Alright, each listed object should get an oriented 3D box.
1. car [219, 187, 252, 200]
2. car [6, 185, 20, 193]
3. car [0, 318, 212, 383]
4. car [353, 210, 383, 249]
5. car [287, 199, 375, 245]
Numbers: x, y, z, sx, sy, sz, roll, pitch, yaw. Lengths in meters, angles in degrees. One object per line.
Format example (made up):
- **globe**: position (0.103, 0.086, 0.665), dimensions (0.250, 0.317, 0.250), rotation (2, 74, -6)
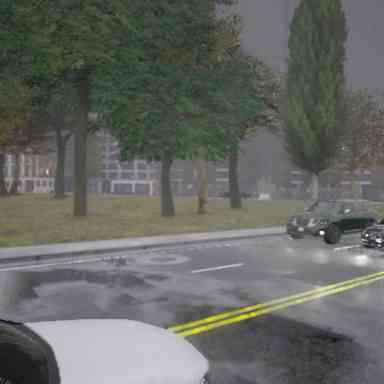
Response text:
- **car**: position (7.525, 0.291, 57.388), dimensions (5.566, 2.045, 2.150), rotation (2, 0, 11)
- **car**: position (-36.652, -0.586, 66.133), dimensions (5.008, 1.535, 1.882), rotation (1, -1, 11)
- **car**: position (-1.942, 1.522, 2.054), dimensions (4.674, 1.442, 1.812), rotation (1, -1, -36)
- **car**: position (9.177, 1.667, 14.227), dimensions (4.892, 1.490, 1.837), rotation (1, 0, -36)
- **car**: position (7.243, 1.383, 16.840), dimensions (5.566, 2.045, 2.150), rotation (1, 0, -36)
